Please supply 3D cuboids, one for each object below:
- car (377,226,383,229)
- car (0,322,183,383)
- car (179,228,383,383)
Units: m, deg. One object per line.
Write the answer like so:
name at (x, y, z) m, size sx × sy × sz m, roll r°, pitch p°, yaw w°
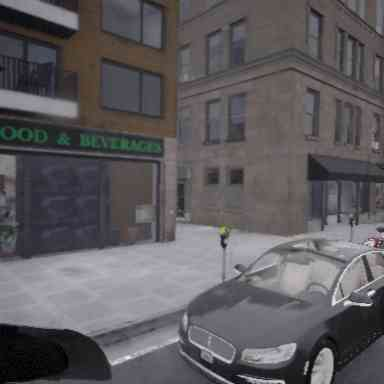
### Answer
car at (5.927, 1.304, 8.522) m, size 4.097 × 1.590 × 1.967 m, roll 0°, pitch 2°, yaw -42°
car at (-2.333, 1.484, 1.203) m, size 4.313 × 1.339 × 1.947 m, roll 0°, pitch 2°, yaw -42°
car at (1.796, 1.441, 4.863) m, size 4.403 × 1.369 × 2.008 m, roll 0°, pitch 2°, yaw -42°
